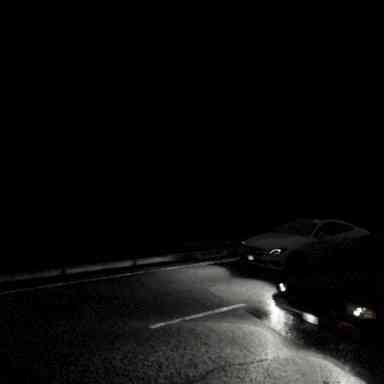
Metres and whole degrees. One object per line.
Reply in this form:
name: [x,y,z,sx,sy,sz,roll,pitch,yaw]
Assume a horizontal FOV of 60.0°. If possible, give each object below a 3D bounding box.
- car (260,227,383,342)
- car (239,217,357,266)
car: [4.074,1.544,6.477,5.357,1.411,2.033,0,0,-32]
car: [3.621,1.514,10.232,4.674,1.442,1.812,0,0,-30]
